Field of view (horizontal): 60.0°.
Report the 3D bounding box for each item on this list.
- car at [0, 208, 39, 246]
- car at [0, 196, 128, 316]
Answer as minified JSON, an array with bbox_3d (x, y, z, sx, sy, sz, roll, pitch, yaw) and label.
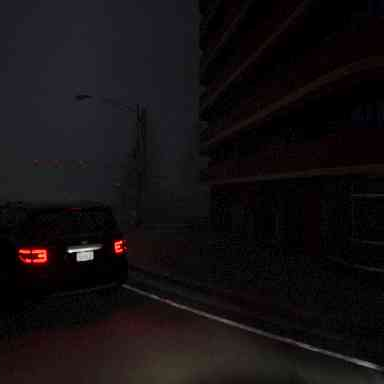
[{"bbox_3d":[-8.449,1.564,15.879,1.994,1.385,4.181,0,0,-26],"label":"car"},{"bbox_3d":[-3.583,1.221,7.907,2.150,2.045,5.566,0,0,-40],"label":"car"}]
